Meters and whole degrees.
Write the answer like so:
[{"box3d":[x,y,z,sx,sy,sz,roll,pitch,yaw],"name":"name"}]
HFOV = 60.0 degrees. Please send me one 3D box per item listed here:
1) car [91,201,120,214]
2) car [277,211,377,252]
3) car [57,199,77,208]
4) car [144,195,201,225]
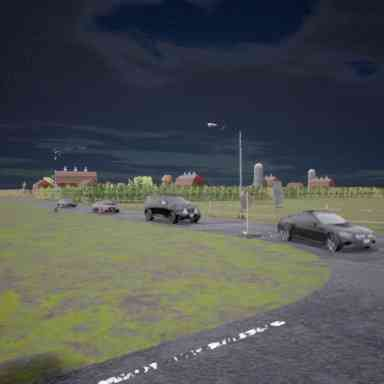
[{"box3d":[-9.403,1.625,35.948,1.994,1.385,4.181,-1,0,-36],"name":"car"},{"box3d":[5.568,1.556,14.392,1.812,1.442,4.674,0,0,-22],"name":"car"},{"box3d":[-18.299,1.652,48.584,1.994,1.385,4.181,-1,0,-35],"name":"car"},{"box3d":[-1.635,1.259,25.266,2.150,2.045,5.566,-1,1,-36],"name":"car"}]
